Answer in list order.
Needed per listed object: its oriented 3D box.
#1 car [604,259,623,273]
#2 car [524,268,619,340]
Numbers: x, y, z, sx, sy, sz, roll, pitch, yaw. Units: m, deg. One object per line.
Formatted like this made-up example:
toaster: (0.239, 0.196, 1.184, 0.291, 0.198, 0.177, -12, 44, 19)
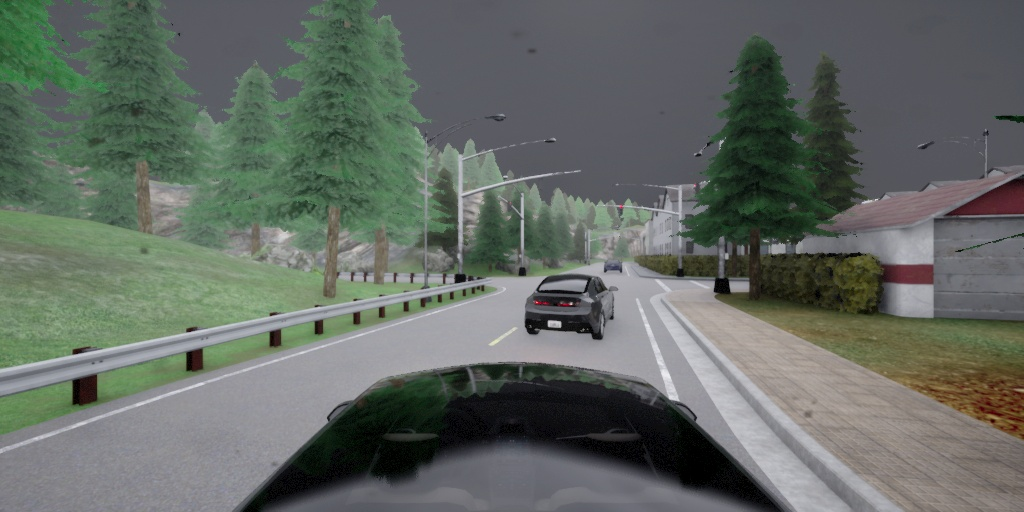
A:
car: (12.359, 1.099, 43.743, 2.097, 1.767, 4.553, 0, 0, 17)
car: (1.800, 1.254, 10.152, 1.837, 1.490, 4.892, 0, 0, 21)
